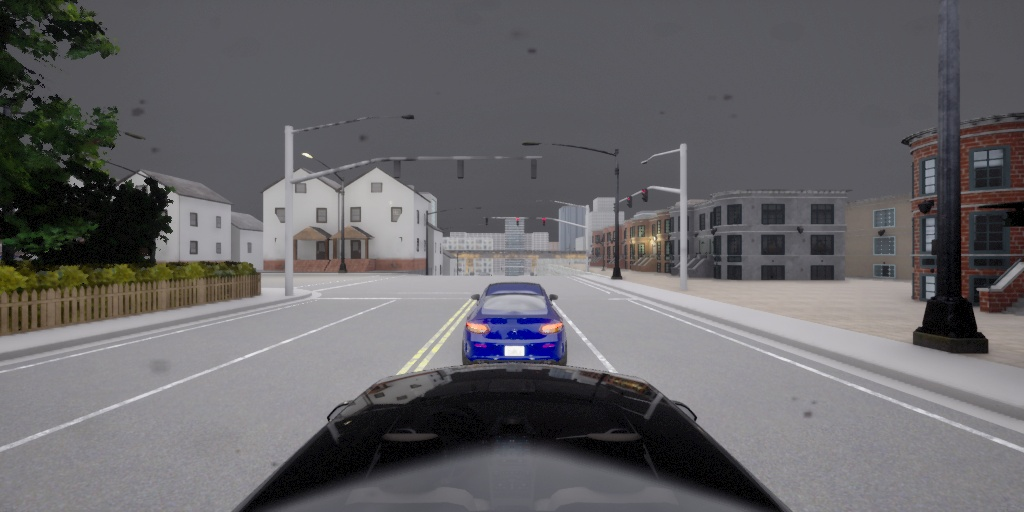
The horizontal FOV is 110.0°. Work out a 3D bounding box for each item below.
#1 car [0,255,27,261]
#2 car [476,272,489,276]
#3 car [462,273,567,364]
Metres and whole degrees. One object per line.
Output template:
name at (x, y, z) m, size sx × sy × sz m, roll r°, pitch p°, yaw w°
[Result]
car at (-44.725, 0.971, 30.630) m, size 5.566 × 2.045 × 2.150 m, roll 0°, pitch 0°, yaw 0°
car at (-3.623, 2.929, 47.193) m, size 2.097 × 1.767 × 4.553 m, roll -1°, pitch -13°, yaw 0°
car at (0.056, 1.276, 7.735) m, size 1.812 × 1.442 × 4.674 m, roll 0°, pitch 0°, yaw 0°
